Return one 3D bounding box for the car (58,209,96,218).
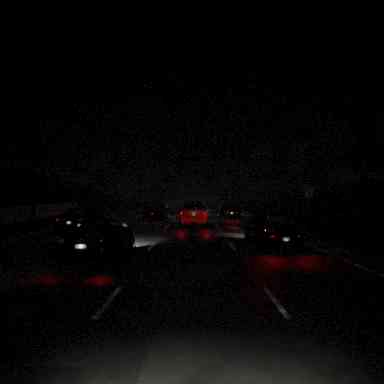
[{"bbox_3d":[-6.897,1.708,20.609,1.994,1.385,4.181,0,0,0],"label":"car"}]

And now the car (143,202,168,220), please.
[{"bbox_3d":[-3.297,1.690,30.610,1.882,1.535,5.008,0,0,1],"label":"car"}]

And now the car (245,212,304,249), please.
[{"bbox_3d":[3.599,1.630,15.012,1.812,1.442,4.674,0,0,0],"label":"car"}]

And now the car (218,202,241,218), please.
[{"bbox_3d":[3.768,1.736,33.351,1.837,1.490,4.892,0,0,1],"label":"car"}]

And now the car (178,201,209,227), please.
[{"bbox_3d":[0.119,1.521,24.354,2.097,1.767,4.553,0,0,0],"label":"car"}]

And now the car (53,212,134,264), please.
[{"bbox_3d":[-3.401,1.649,12.161,1.994,1.385,4.181,0,0,0],"label":"car"}]

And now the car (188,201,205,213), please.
[{"bbox_3d":[0.559,1.851,41.353,1.994,1.385,4.181,0,0,2],"label":"car"}]
